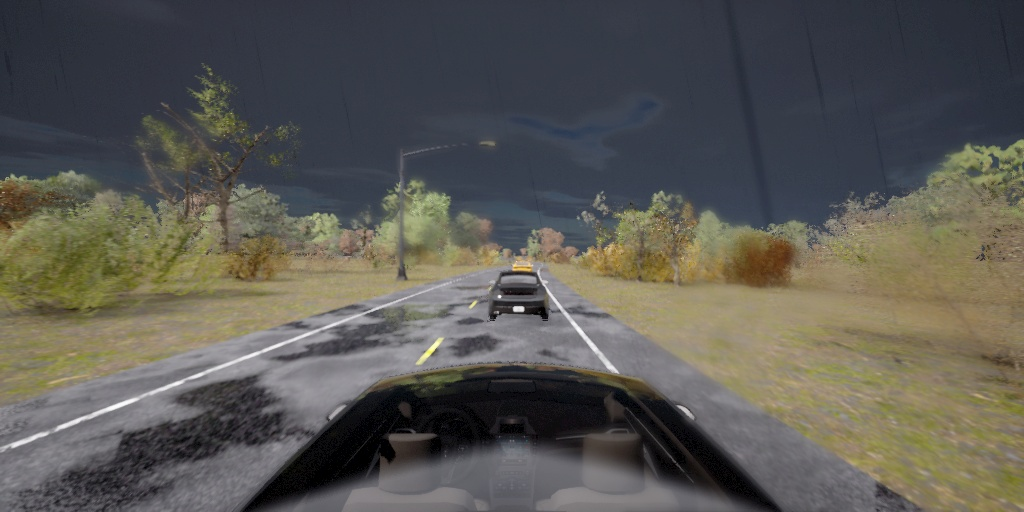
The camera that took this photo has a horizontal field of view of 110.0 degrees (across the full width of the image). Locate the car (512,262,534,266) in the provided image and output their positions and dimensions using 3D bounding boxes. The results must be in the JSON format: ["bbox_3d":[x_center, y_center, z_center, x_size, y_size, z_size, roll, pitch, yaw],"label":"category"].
[{"bbox_3d":[1.056,1.278,35.007,1.882,1.535,5.008,0,0,3],"label":"car"}]

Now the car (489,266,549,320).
[{"bbox_3d":[0.232,1.258,12.576,1.837,1.490,4.892,0,0,1],"label":"car"}]
